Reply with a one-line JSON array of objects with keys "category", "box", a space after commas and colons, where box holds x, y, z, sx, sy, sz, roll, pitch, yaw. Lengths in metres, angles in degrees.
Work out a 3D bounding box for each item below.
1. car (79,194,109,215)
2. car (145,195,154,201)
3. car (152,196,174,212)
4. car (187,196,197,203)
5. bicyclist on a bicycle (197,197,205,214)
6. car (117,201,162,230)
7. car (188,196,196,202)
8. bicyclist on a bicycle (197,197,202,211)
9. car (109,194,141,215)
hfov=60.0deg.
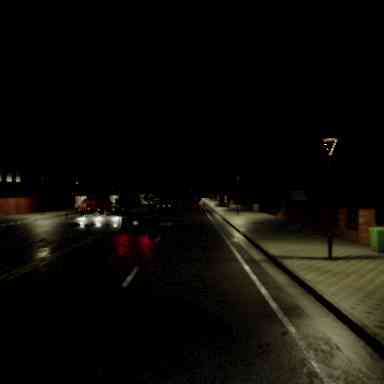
[{"category": "car", "box": [-9.840, 1.252, 34.429, 2.150, 2.045, 5.566, 0, 0, 0]}, {"category": "car", "box": [-9.747, 1.477, 76.856, 2.033, 1.411, 5.357, 0, 0, 0]}, {"category": "car", "box": [-3.148, 1.586, 39.663, 2.033, 1.411, 5.357, 0, 0, 0]}, {"category": "car", "box": [0.004, 1.631, 69.616, 1.994, 1.385, 4.181, 0, 0, 0]}, {"category": "bicyclist on a bicycle", "box": [0.886, 1.467, 33.693, 0.866, 1.612, 1.509, 0, 0, 0]}, {"category": "car", "box": [-3.149, 1.539, 20.848, 1.812, 1.442, 4.674, 0, 0, 0]}, {"category": "car", "box": [0.003, 1.640, 83.591, 2.033, 1.411, 5.357, 0, 0, 0]}, {"category": "bicyclist on a bicycle", "box": [0.894, 1.494, 42.104, 0.582, 1.620, 1.656, 0, -1, 0]}, {"category": "car", "box": [-6.591, 1.252, 34.407, 2.150, 2.045, 5.566, 0, 0, 0]}]
